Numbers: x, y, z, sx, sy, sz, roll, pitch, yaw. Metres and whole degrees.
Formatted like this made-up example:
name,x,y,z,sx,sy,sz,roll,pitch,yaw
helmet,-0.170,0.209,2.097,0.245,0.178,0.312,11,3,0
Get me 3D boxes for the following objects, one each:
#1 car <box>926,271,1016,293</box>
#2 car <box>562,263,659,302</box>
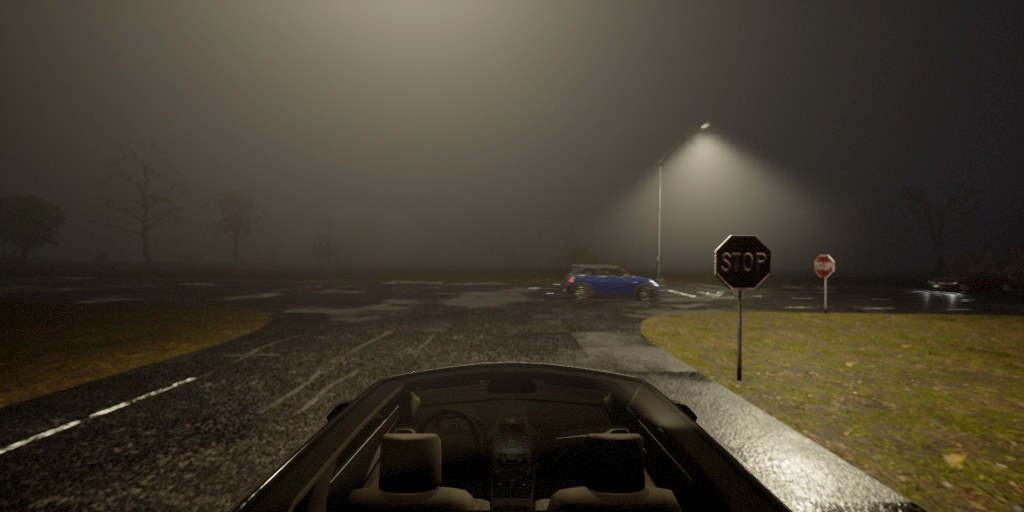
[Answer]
name,x,y,z,sx,sy,sz,roll,pitch,yaw
car,31.504,1.783,24.634,4.674,1.442,1.812,0,0,0
car,4.868,1.244,17.850,4.553,1.767,2.097,1,0,0
